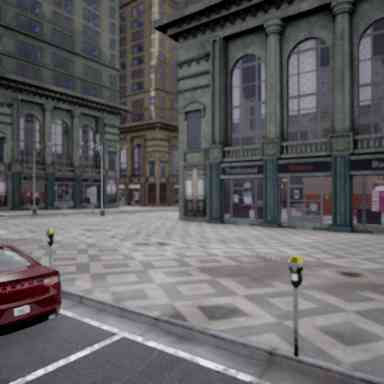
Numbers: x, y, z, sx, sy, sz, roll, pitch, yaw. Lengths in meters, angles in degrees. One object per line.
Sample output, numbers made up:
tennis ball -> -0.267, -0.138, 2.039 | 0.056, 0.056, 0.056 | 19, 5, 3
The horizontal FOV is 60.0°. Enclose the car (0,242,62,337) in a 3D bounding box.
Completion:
car -> -4.209, 1.534, 5.994 | 4.507, 1.381, 1.887 | 0, 0, 36
